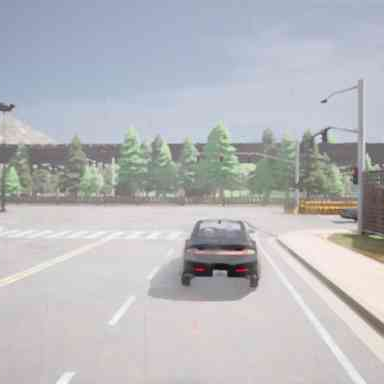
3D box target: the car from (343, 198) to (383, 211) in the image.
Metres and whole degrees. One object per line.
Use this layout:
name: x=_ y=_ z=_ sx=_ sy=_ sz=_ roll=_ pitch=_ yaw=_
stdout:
car: x=21.903 y=1.577 z=41.730 sx=4.902 sy=1.511 sz=2.128 roll=0 pitch=0 yaw=3

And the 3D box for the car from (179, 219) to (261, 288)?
car: x=0.770 y=1.496 z=9.312 sx=2.128 sy=1.511 sz=4.902 roll=0 pitch=0 yaw=4

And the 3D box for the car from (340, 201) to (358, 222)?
car: x=14.027 y=1.601 z=24.857 sx=5.357 sy=1.411 sz=2.033 roll=0 pitch=0 yaw=9
